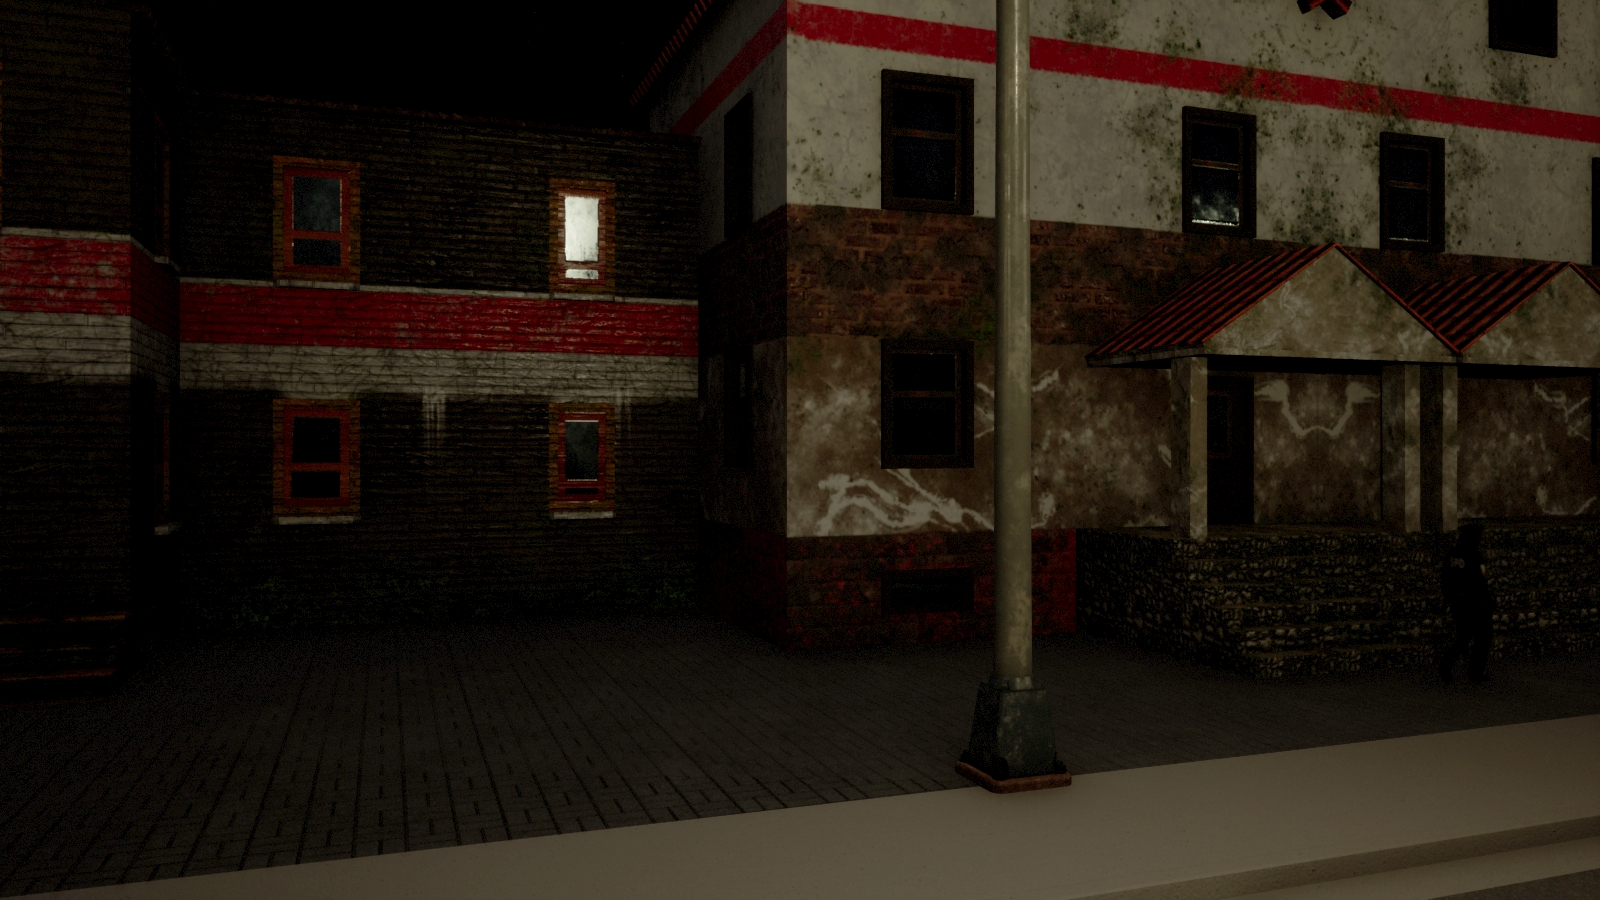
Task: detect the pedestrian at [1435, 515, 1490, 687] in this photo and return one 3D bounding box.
[{"bbox_3d":[7.406,1.676,12.781,0.375,1.860,0.375,0,0,-19],"label":"pedestrian"}]
